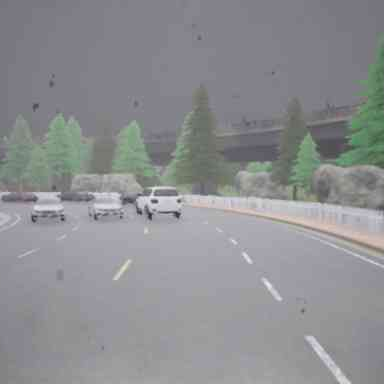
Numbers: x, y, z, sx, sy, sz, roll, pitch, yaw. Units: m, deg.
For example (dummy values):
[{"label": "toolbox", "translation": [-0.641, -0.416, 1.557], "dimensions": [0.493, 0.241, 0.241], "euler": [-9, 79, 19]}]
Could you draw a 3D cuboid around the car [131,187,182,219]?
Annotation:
[{"label": "car", "translation": [-2.428, 0.673, 22.973], "dimensions": [2.150, 2.045, 5.566], "euler": [0, 1, -20]}]

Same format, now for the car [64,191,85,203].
[{"label": "car", "translation": [-14.925, 0.559, 41.939], "dimensions": [5.357, 1.411, 2.033], "euler": [1, 2, 28]}]

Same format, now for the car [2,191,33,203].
[{"label": "car", "translation": [-21.173, 0.610, 40.765], "dimensions": [4.181, 1.385, 1.994], "euler": [1, 1, 21]}]

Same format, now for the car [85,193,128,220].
[{"label": "car", "translation": [-5.938, 0.998, 22.683], "dimensions": [1.812, 1.442, 4.674], "euler": [-1, 1, -24]}]

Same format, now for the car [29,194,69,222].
[{"label": "car", "translation": [-9.143, 1.035, 21.278], "dimensions": [1.812, 1.442, 4.674], "euler": [-1, 1, -24]}]

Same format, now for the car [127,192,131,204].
[{"label": "car", "translation": [-5.765, 0.674, 34.425], "dimensions": [2.128, 1.511, 4.902], "euler": [-1, 2, -41]}]
